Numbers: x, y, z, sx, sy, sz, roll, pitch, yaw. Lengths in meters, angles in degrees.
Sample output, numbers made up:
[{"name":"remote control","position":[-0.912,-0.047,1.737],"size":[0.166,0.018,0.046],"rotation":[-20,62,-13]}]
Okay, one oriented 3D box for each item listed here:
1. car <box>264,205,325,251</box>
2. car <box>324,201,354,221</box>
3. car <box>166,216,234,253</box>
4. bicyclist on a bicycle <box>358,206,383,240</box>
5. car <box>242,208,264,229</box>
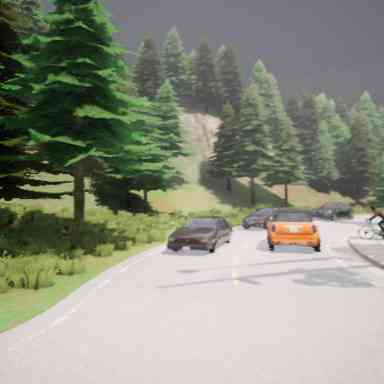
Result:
[{"name":"car","position":[4.676,1.566,15.377],"size":[2.097,1.767,4.553],"rotation":[-1,-1,16]},{"name":"car","position":[13.060,1.728,30.883],"size":[4.553,1.767,2.097],"rotation":[0,-1,-37]},{"name":"car","position":[0.620,1.818,15.379],"size":[2.033,1.411,5.357],"rotation":[-1,-1,19]},{"name":"bicyclist on a bicycle","position":[8.658,1.462,15.547],"size":[1.656,1.620,0.582],"rotation":[-2,-1,25]},{"name":"car","position":[5.461,1.862,23.978],"size":[1.837,1.490,4.892],"rotation":[-2,-1,41]}]
